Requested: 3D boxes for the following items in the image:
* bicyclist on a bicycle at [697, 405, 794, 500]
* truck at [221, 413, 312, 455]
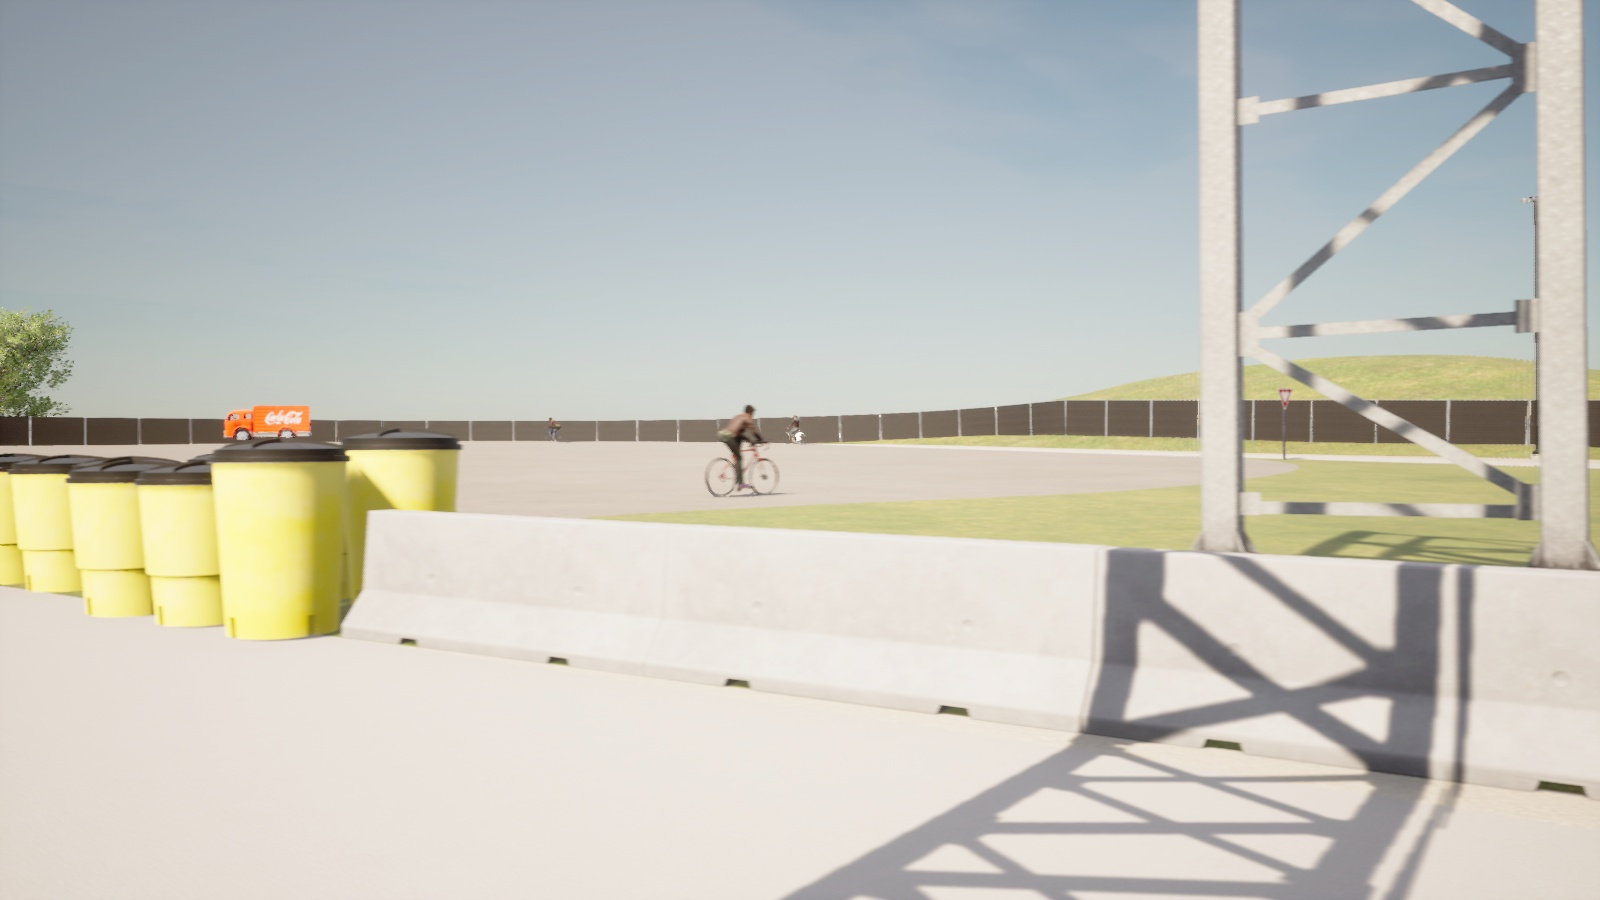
[{"bbox_3d":[-0.941,0.042,22.018,1.656,1.620,0.582,-1,-1,-42],"label":"bicyclist on a bicycle"},{"bbox_3d":[-34.713,-1.034,81.855,5.204,2.467,2.627,-2,0,-18],"label":"truck"}]
